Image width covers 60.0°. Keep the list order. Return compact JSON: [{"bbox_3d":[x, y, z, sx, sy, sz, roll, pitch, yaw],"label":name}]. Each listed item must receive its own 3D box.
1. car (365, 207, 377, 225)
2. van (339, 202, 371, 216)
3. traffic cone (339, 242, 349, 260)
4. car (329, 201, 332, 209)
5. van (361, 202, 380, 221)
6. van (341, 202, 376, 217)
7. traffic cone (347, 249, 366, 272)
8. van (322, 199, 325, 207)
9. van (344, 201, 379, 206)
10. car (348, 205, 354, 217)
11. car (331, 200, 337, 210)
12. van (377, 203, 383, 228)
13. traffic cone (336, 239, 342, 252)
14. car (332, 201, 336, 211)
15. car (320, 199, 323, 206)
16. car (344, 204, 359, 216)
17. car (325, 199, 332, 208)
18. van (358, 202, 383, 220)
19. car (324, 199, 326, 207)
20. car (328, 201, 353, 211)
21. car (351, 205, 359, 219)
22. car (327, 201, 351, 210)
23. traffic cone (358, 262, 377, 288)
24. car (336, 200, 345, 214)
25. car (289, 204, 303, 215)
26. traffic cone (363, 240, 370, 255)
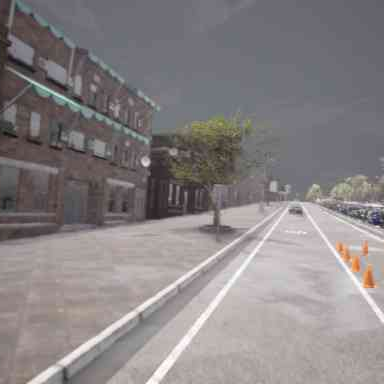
[{"bbox_3d":[18.704,2.535,29.746,5.008,1.535,2.097,3,0,17],"label":"car"},{"bbox_3d":[26.317,2.664,53.809,4.442,1.987,1.878,3,0,17],"label":"van"},{"bbox_3d":[5.983,2.322,12.834,0.340,0.580,0.340,3,0,17],"label":"traffic cone"},{"bbox_3d":[28.687,3.014,61.876,4.674,1.452,2.002,3,0,17],"label":"car"},{"bbox_3d":[19.440,2.356,32.460,4.442,1.987,1.878,3,0,17],"label":"van"},{"bbox_3d":[25.485,2.634,51.133,4.442,1.987,1.878,3,0,17],"label":"van"},{"bbox_3d":[5.387,2.284,10.925,0.340,0.580,0.340,3,0,17],"label":"traffic cone"},{"bbox_3d":[33.582,2.923,77.970,4.442,1.987,1.878,3,0,17],"label":"van"},{"bbox_3d":[23.822,2.573,45.781,4.442,1.987,1.878,3,0,17],"label":"van"},{"bbox_3d":[22.031,2.760,40.459,4.674,1.452,2.002,3,0,17],"label":"car"},{"bbox_3d":[27.895,2.820,59.189,4.553,1.767,2.185,3,0,17],"label":"car"},{"bbox_3d":[18.000,2.263,27.034,4.442,1.987,1.878,3,0,17],"label":"van"},{"bbox_3d":[6.578,2.359,14.743,0.340,0.580,0.340,3,0,17],"label":"traffic cone"},{"bbox_3d":[27.021,2.915,56.524,4.892,1.521,2.231,3,0,17],"label":"car"},{"bbox_3d":[34.510,3.183,80.615,5.008,1.535,2.097,3,0,17],"label":"car"},{"bbox_3d":[22.873,2.759,43.133,4.892,1.521,2.231,3,0,17],"label":"car"},{"bbox_3d":[29.507,2.751,64.560,5.566,2.045,2.435,3,0,17],"label":"car"},{"bbox_3d":[20.493,2.413,35.066,4.442,1.987,1.878,3,0,17],"label":"van"},{"bbox_3d":[30.339,2.781,67.237,5.566,2.045,2.435,3,0,17],"label":"car"},{"bbox_3d":[31.163,2.937,69.915,4.553,1.767,2.185,3,0,17],"label":"car"},{"bbox_3d":[21.229,2.711,37.768,4.792,1.488,2.163,3,0,17],"label":"car"},{"bbox_3d":[31.995,2.967,72.592,4.553,1.767,2.185,3,0,17],"label":"car"},{"bbox_3d":[4.792,2.247,9.016,0.340,0.580,0.340,3,0,17],"label":"traffic cone"},{"bbox_3d":[24.516,2.572,48.498,5.566,2.045,2.435,3,0,17],"label":"car"},{"bbox_3d":[14.973,2.427,47.863,2.033,1.411,5.357,3,0,17],"label":"car"},{"bbox_3d":[7.530,2.403,14.445,0.340,0.580,0.340,3,0,17],"label":"traffic cone"}]
